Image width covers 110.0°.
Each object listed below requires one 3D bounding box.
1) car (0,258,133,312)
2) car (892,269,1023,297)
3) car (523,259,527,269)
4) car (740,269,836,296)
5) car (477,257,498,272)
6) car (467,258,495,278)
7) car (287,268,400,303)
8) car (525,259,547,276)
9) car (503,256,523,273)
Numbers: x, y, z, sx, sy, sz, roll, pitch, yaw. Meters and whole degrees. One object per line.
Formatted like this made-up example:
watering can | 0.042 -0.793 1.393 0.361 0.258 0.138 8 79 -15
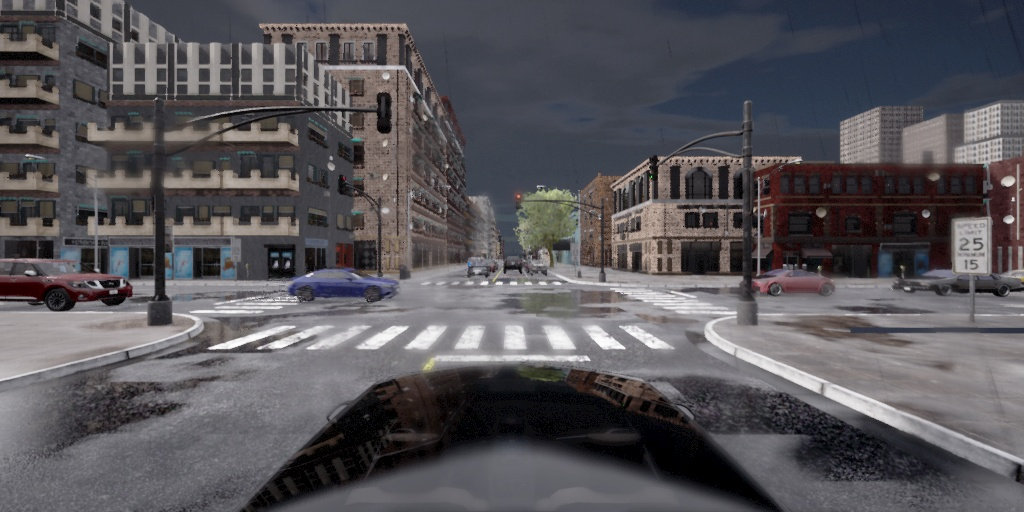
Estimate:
car | -17.278 1.010 13.266 5.009 1.841 2.192 0 0 0
car | 24.018 1.407 19.354 5.357 1.411 2.033 0 0 0
car | 2.686 1.217 42.684 1.967 1.591 4.097 0 0 0
car | 14.716 1.382 19.286 4.181 1.385 1.994 0 0 0
car | -3.103 1.132 44.231 2.097 1.767 4.553 0 0 0
car | -3.106 1.258 34.337 2.128 1.511 4.902 0 0 0
car | -7.382 1.269 15.924 4.674 1.442 1.812 0 0 0
car | 2.686 1.320 36.987 2.007 1.370 4.403 0 0 0
car | 0.099 0.999 43.979 2.150 2.045 5.566 0 0 0
